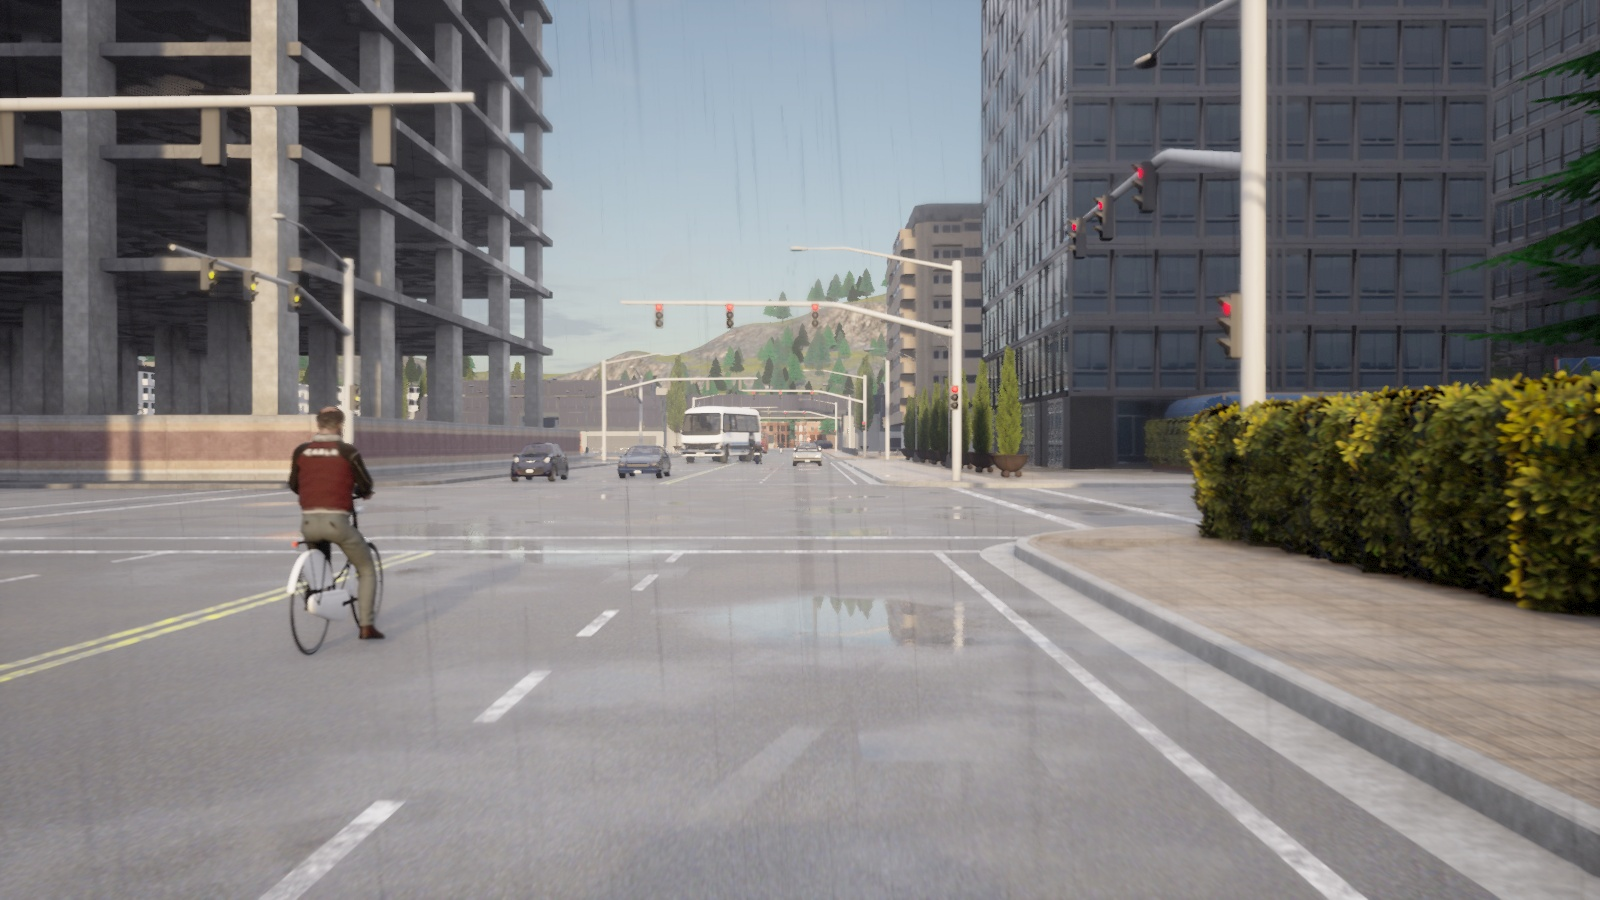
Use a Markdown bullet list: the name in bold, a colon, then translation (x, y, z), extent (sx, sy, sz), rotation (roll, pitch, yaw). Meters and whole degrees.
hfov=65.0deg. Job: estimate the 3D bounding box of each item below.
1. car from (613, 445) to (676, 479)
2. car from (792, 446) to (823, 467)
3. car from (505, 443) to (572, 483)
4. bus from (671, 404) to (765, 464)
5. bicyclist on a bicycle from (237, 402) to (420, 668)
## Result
- **car**: translation (-6.676, 0.482, 54.320), extent (2.033, 1.411, 5.357), rotation (0, 0, 0)
- **car**: translation (0.474, 0.392, 80.710), extent (1.895, 1.301, 4.718), rotation (0, 0, 0)
- **car**: translation (-10.206, 0.475, 49.173), extent (1.845, 1.501, 3.633), rotation (0, 0, 0)
- **bus**: translation (-6.081, -1.176, 95.585), extent (3.944, 4.253, 10.273), rotation (-1, 0, 16)
- **bicyclist on a bicycle**: translation (-3.432, 0.562, 9.321), extent (0.659, 1.776, 1.843), rotation (0, 1, 0)
